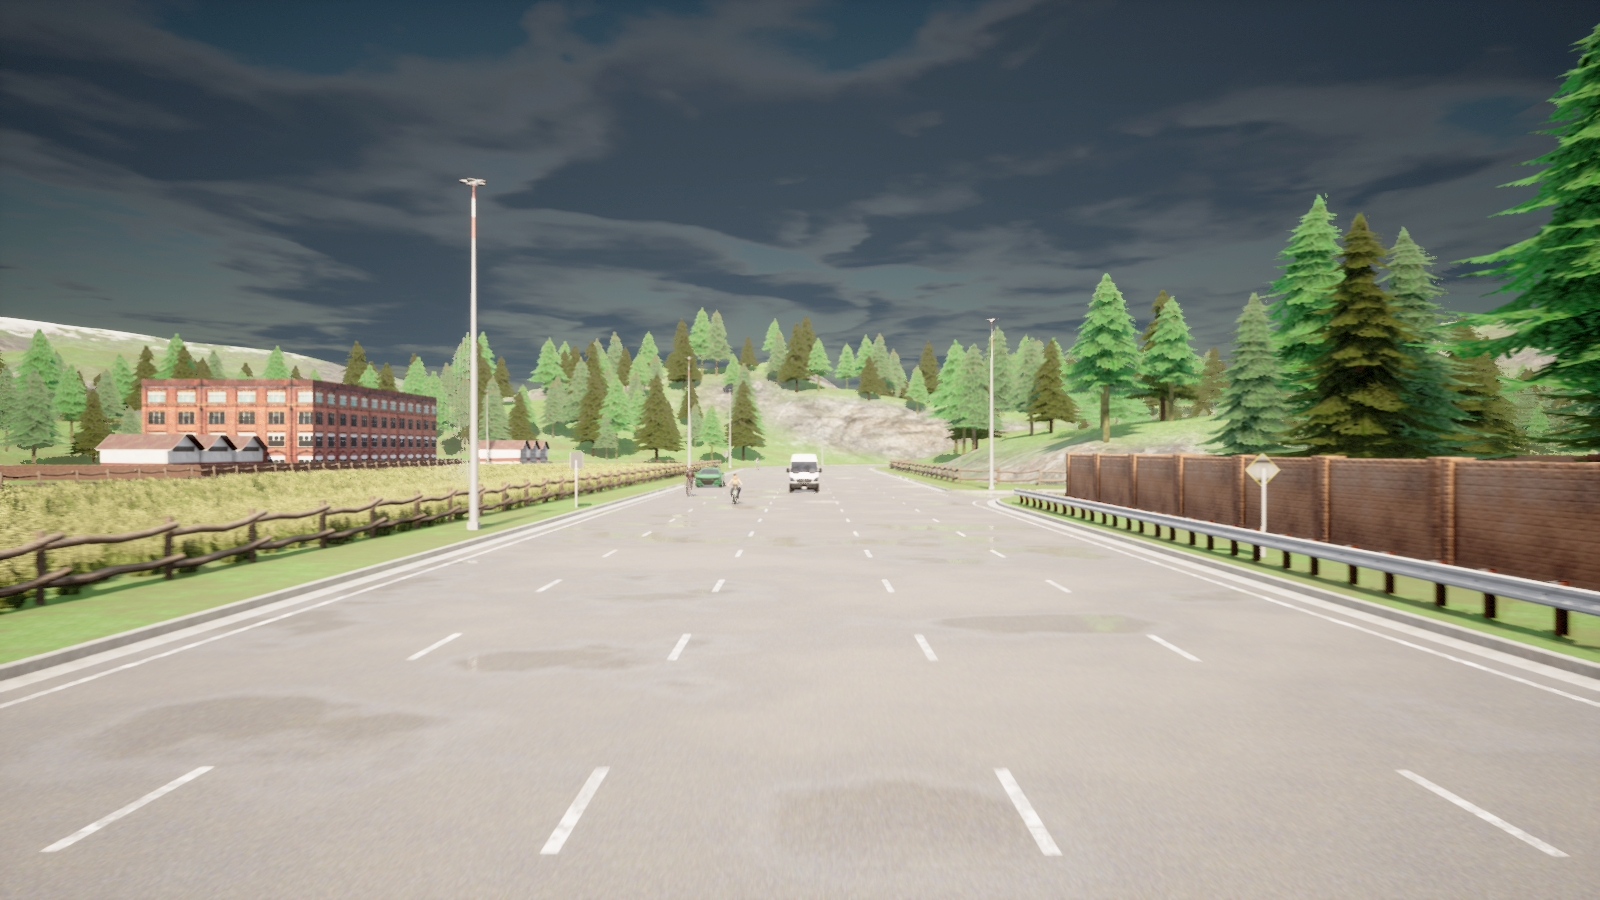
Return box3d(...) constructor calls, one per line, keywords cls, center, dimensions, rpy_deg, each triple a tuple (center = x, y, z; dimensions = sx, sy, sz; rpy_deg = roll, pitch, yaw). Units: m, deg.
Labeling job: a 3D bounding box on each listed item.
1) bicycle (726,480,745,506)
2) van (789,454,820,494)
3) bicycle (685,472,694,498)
box3d(cls="bicycle", center=(-3.291, 2.159, 58.061), dimensions=(0.859, 1.276, 1.487), rpy_deg=(0, 0, 0))
box3d(cls="van", center=(0.280, 1.536, 75.499), dimensions=(1.988, 2.561, 5.915), rpy_deg=(0, 0, 0))
box3d(cls="bicycle", center=(-6.571, 2.061, 67.920), dimensions=(0.329, 1.471, 1.835), rpy_deg=(0, 0, 2))
